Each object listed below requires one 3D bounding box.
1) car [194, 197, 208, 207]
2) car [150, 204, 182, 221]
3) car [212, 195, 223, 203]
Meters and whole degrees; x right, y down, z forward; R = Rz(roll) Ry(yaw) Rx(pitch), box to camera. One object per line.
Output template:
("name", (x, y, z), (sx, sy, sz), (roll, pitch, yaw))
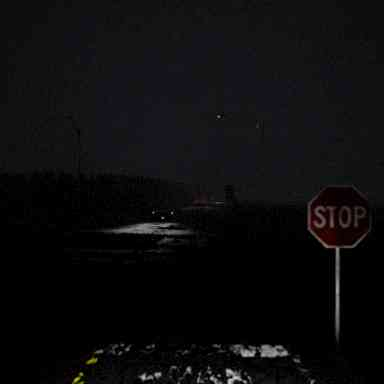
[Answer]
("car", (1.432, 1.597, 53.061), (1.882, 1.535, 5.008), (0, 1, 9))
("car", (-1.999, 1.641, 27.289), (1.895, 1.301, 4.718), (0, 0, 6))
("car", (5.773, 1.492, 76.182), (2.097, 1.767, 4.553), (0, 0, 12))
